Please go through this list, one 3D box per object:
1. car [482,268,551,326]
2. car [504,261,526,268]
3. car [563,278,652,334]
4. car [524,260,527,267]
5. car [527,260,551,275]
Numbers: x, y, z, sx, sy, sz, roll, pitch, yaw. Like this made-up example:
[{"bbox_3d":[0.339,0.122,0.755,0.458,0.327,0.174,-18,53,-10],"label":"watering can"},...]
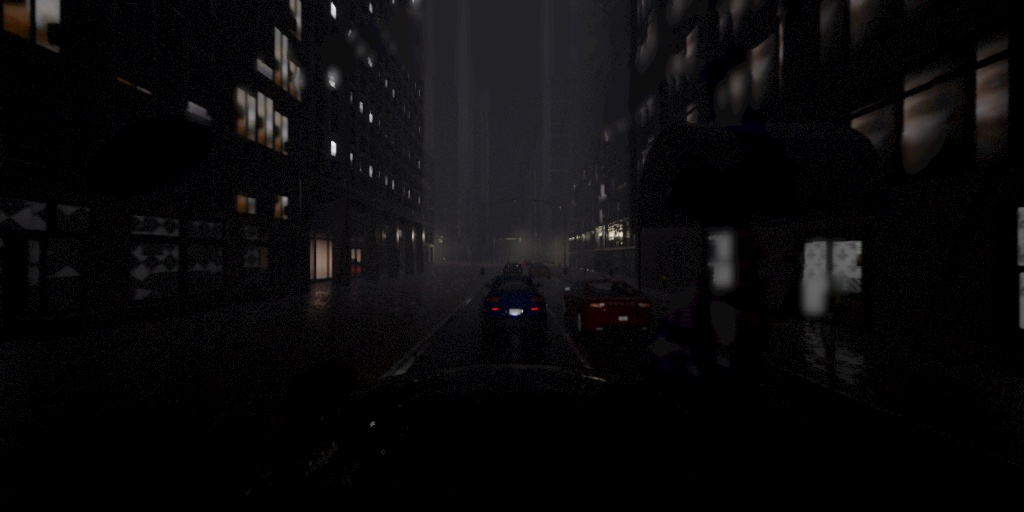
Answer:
[{"bbox_3d":[0.052,1.294,11.607,1.812,1.442,4.674,0,0,-1],"label":"car"},{"bbox_3d":[0.113,1.410,36.252,1.895,1.301,4.718,0,0,0],"label":"car"},{"bbox_3d":[2.567,1.311,10.500,1.888,1.381,4.507,0,0,0],"label":"car"},{"bbox_3d":[2.572,1.362,38.257,2.007,1.370,4.403,0,0,0],"label":"car"},{"bbox_3d":[2.571,1.329,32.875,1.751,1.417,4.829,0,0,0],"label":"car"}]
